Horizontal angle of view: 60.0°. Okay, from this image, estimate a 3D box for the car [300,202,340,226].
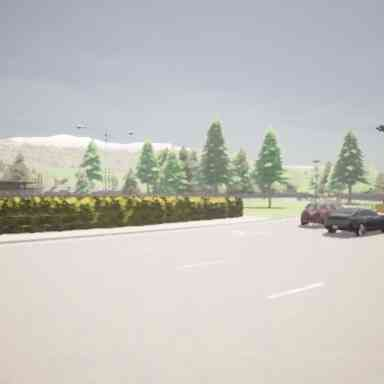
[{"bbox_3d":[9.803,1.518,23.637,4.553,1.767,2.097,1,0,-36],"label":"car"}]

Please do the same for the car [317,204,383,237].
[{"bbox_3d":[9.633,1.650,19.218,4.892,1.490,1.837,1,0,-36],"label":"car"}]
